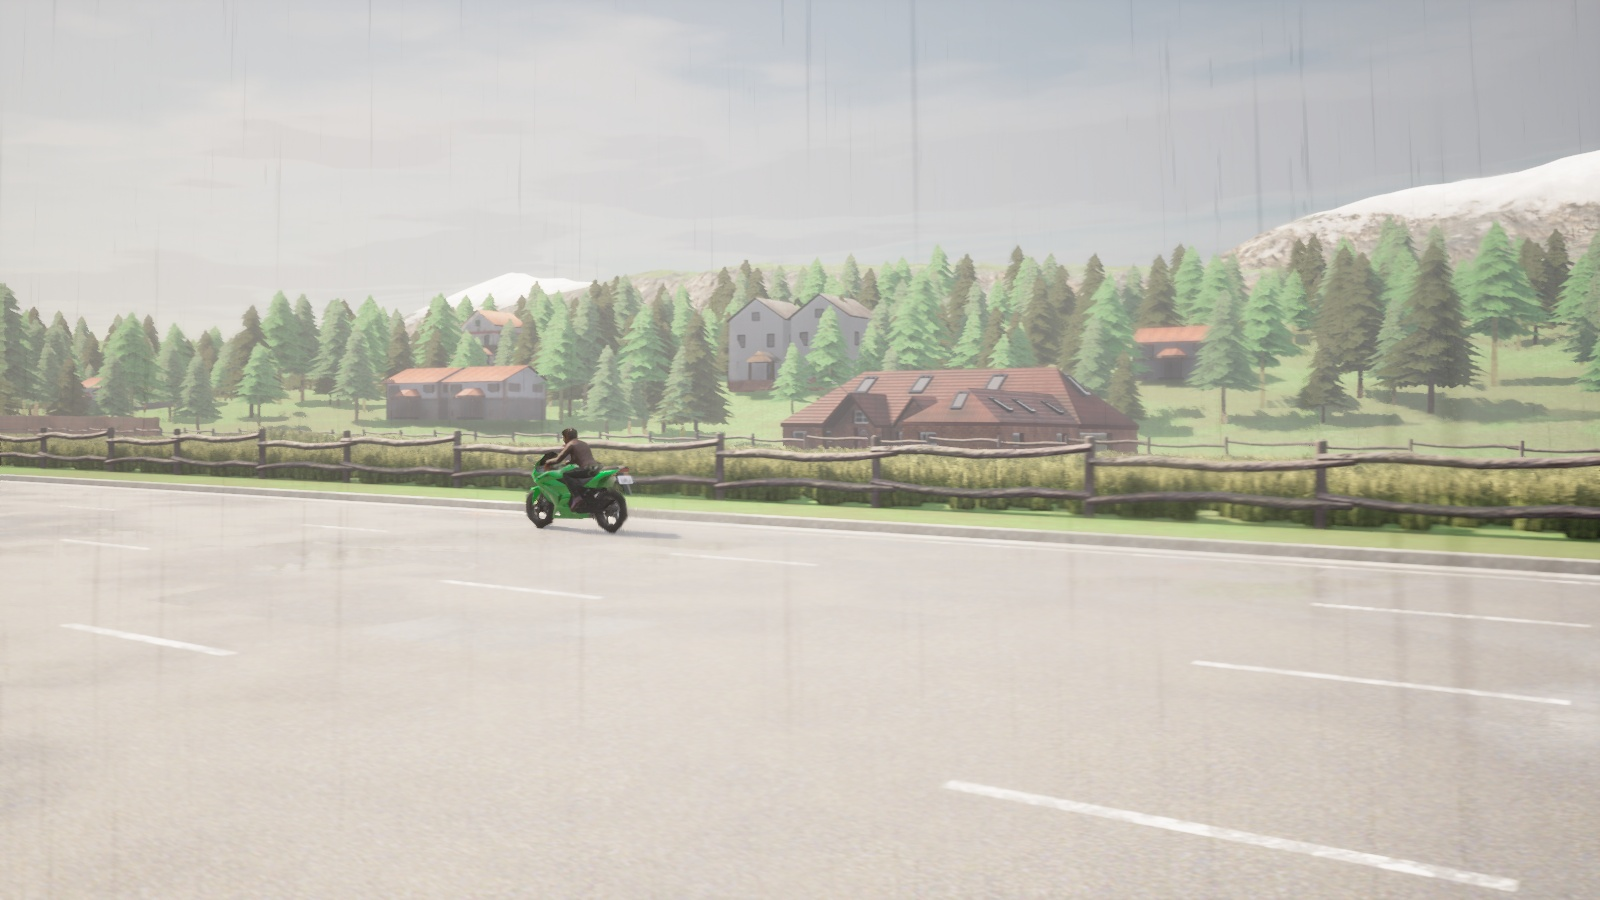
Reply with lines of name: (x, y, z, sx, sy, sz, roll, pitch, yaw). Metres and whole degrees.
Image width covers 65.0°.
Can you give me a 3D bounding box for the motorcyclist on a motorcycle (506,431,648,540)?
motorcyclist on a motorcycle: (-3.289, 0.489, 18.430, 2.044, 1.523, 0.797, 0, 1, 33)
